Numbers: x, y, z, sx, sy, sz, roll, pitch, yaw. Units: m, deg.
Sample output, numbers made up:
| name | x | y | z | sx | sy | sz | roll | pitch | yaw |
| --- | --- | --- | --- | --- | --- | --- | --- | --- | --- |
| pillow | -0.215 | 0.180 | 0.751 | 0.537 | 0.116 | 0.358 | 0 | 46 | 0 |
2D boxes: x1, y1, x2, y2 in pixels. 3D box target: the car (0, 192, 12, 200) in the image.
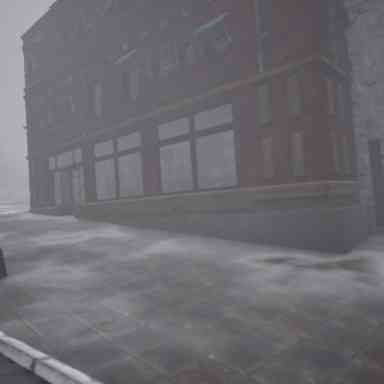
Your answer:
| name | x | y | z | sx | sy | sz | roll | pitch | yaw |
| --- | --- | --- | --- | --- | --- | --- | --- | --- | --- |
| car | -35.877 | 0.795 | 62.531 | 2.128 | 1.511 | 4.902 | -5 | 2 | 4 |
